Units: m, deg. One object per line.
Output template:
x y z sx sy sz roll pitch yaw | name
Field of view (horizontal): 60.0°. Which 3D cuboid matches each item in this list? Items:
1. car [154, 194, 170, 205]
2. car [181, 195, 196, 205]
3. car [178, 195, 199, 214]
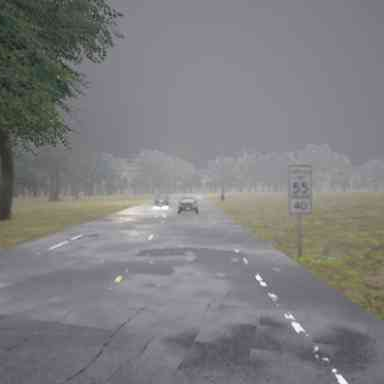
-4.037 1.007 45.277 2.128 1.511 4.902 0 1 -1 | car
-0.488 1.065 45.967 1.895 1.301 4.718 0 1 0 | car
-0.352 1.221 30.985 1.812 1.442 4.674 0 1 0 | car
